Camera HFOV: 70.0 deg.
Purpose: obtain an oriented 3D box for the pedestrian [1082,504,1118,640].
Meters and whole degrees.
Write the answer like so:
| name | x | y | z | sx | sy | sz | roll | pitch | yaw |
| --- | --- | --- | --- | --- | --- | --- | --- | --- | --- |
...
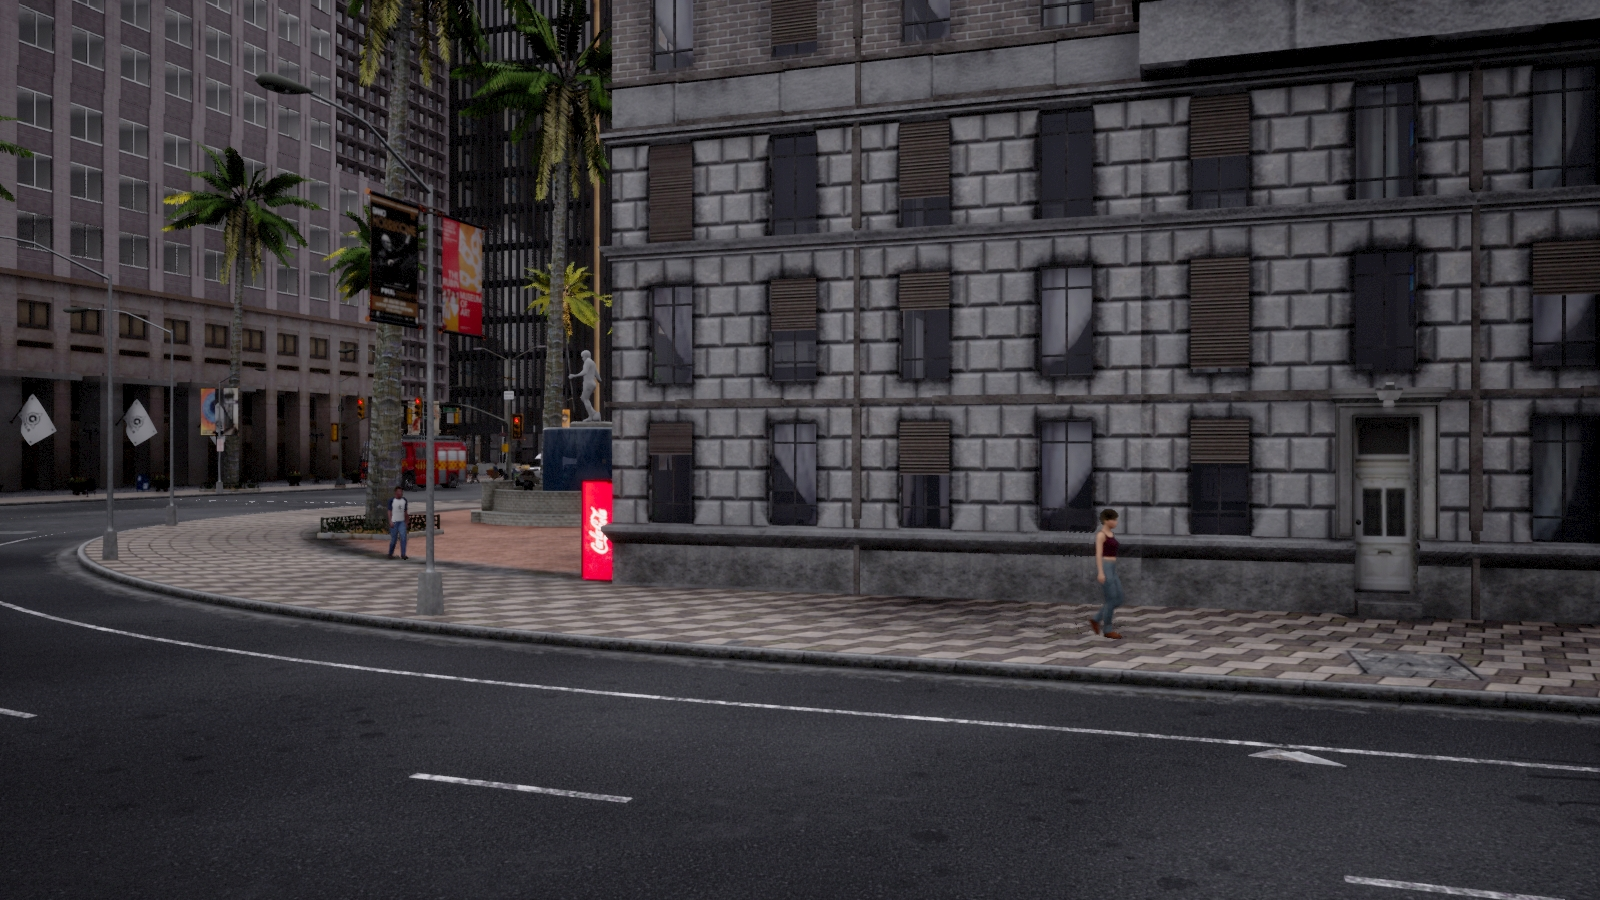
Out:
| name | x | y | z | sx | sy | sz | roll | pitch | yaw |
| --- | --- | --- | --- | --- | --- | --- | --- | --- | --- |
| pedestrian | 4.222 | 1.696 | 16.075 | 0.375 | 1.860 | 0.375 | 0 | 0 | 35 |

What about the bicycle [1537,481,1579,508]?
| name | x | y | z | sx | sy | sz | roll | pitch | yaw |
| --- | --- | --- | --- | --- | --- | --- | --- | --- | --- |
| bicycle | 38.779 | 2.262 | 58.469 | 0.329 | 1.171 | 1.835 | 4 | 2 | -21 |

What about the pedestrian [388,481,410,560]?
| name | x | y | z | sx | sy | sz | roll | pitch | yaw |
| --- | --- | --- | --- | --- | --- | --- | --- | --- | --- |
| pedestrian | -9.662 | 1.696 | 27.536 | 0.375 | 1.860 | 0.375 | 0 | 0 | -43 |

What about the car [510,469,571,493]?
| name | x | y | z | sx | sy | sz | roll | pitch | yaw |
| --- | --- | --- | --- | --- | --- | --- | --- | --- | --- |
| car | -17.482 | 2.059 | 76.841 | 2.231 | 1.480 | 4.892 | 0 | 1 | -36 |
